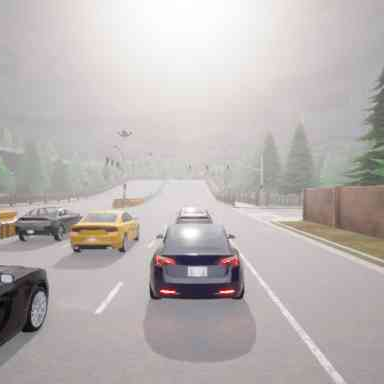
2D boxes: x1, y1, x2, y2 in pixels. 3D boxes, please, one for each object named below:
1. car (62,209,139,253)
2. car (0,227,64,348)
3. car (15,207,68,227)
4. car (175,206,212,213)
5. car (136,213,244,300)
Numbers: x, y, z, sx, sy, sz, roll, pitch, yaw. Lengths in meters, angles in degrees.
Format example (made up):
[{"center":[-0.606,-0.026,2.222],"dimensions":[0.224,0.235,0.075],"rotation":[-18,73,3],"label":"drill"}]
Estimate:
[{"center":[-3.401,1.478,13.798],"dimensions":[1.882,1.535,5.008],"rotation":[0,0,0],"label":"car"},{"center":[-3.399,1.478,3.782],"dimensions":[1.882,1.535,5.008],"rotation":[0,0,0],"label":"car"},{"center":[-6.902,1.491,16.646],"dimensions":[2.128,1.511,4.902],"rotation":[0,0,0],"label":"car"},{"center":[0.097,1.492,17.534],"dimensions":[2.128,1.511,4.902],"rotation":[0,0,0],"label":"car"},{"center":[0.100,1.504,8.444],"dimensions":[2.163,1.488,4.792],"rotation":[0,0,0],"label":"car"}]
